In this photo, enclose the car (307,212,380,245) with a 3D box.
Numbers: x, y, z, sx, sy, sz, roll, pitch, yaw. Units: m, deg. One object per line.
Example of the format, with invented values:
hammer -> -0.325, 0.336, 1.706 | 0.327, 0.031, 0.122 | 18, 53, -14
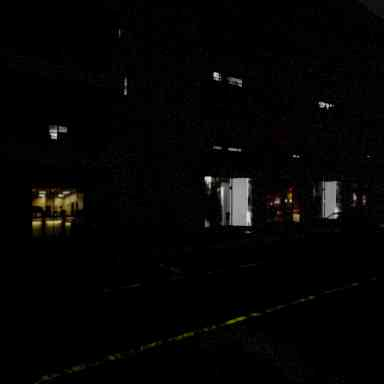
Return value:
car -> 7.172, 1.583, 15.538 | 4.206, 1.307, 1.802 | 0, 0, -35
